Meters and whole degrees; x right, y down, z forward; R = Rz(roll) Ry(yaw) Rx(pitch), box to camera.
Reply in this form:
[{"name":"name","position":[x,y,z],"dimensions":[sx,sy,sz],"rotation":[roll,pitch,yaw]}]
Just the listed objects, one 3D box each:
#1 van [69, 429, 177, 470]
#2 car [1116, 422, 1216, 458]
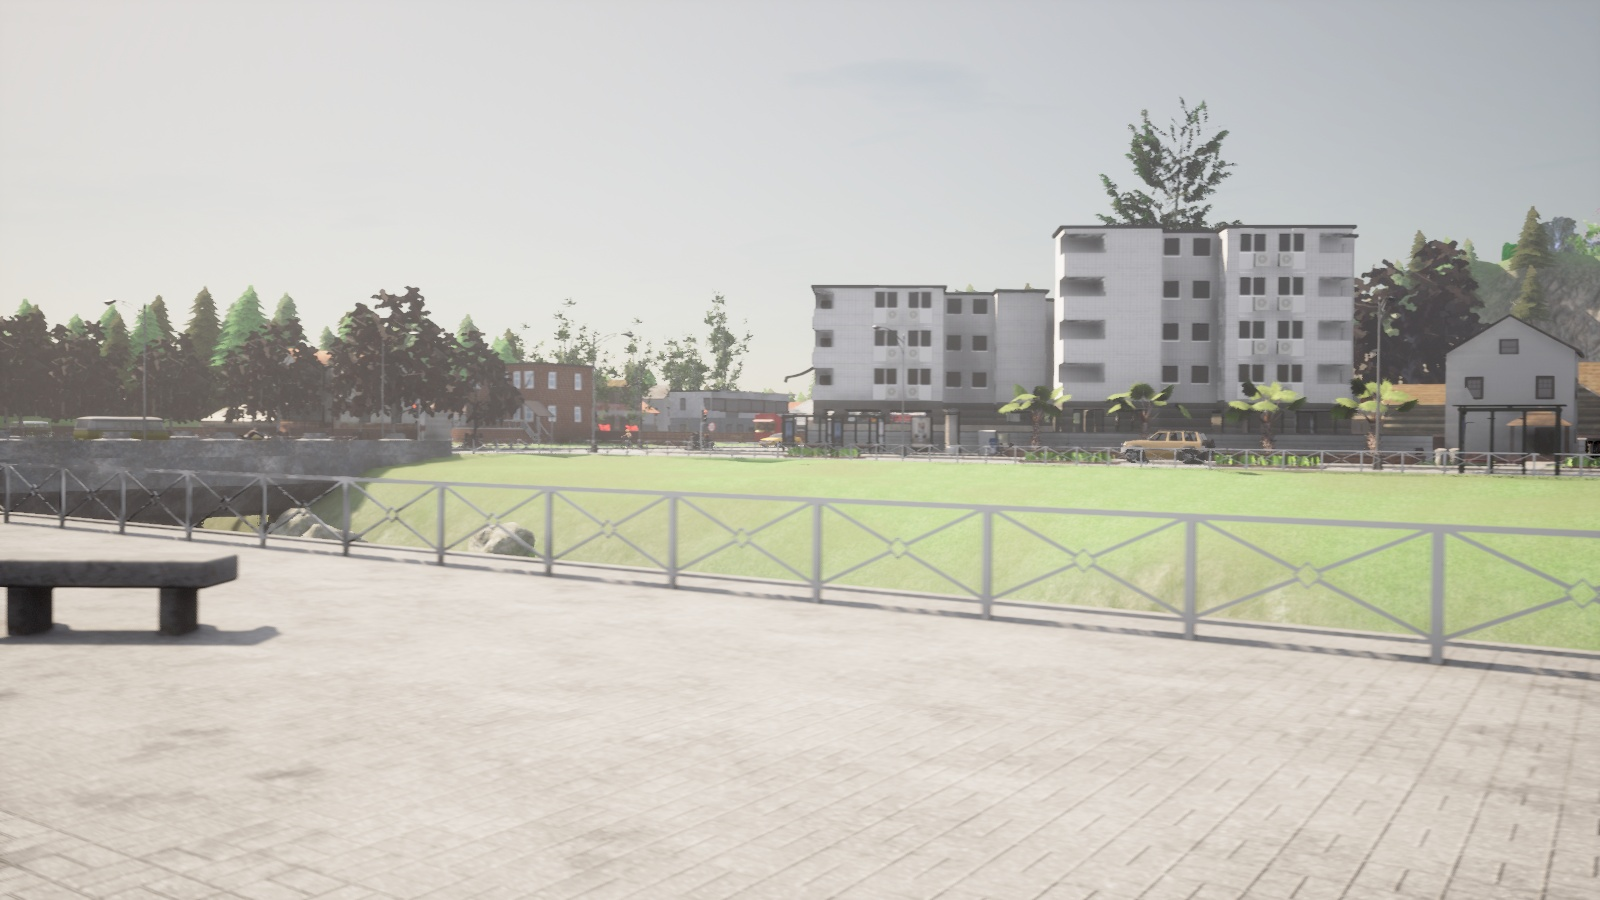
[{"name":"van","position":[-33.988,-0.070,63.134],"dimensions":[1.775,1.987,4.442],"rotation":[0,1,34]},{"name":"car","position":[19.108,-0.521,65.605],"dimensions":[4.605,1.855,1.932],"rotation":[0,1,34]}]
